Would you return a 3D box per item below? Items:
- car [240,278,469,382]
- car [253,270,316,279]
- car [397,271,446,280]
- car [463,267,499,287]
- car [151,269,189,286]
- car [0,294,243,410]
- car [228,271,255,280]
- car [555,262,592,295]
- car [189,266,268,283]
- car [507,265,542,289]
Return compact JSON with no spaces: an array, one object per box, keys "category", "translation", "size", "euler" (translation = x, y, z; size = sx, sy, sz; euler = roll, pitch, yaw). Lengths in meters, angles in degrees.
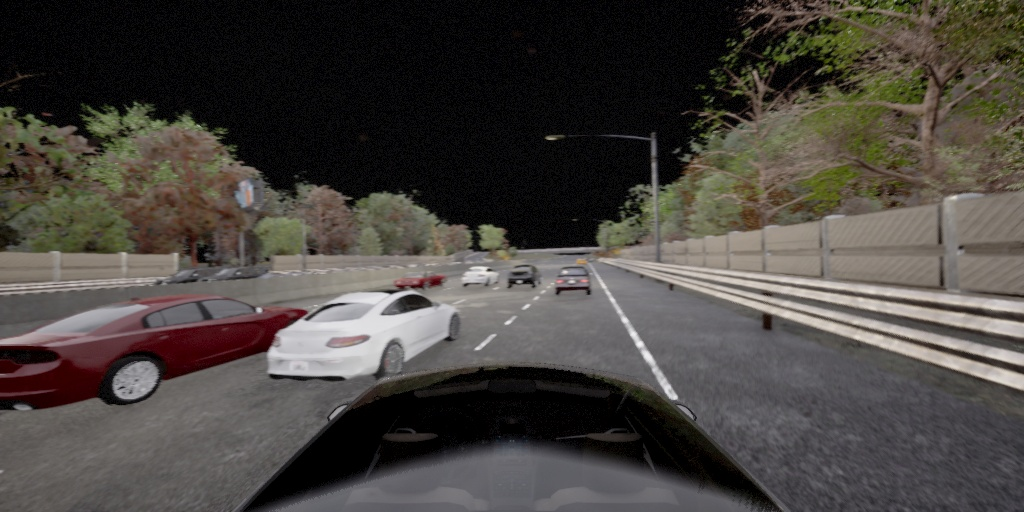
[{"category":"car","translation":[-2.581,1.397,7.361],"size":[1.812,1.442,4.674],"euler":[-2,0,11]},{"category":"car","translation":[-16.553,1.970,27.496],"size":[2.128,1.511,4.902],"euler":[-2,0,11]},{"category":"car","translation":[-6.176,1.702,24.850],"size":[1.895,1.301,4.718],"euler":[-2,0,11]},{"category":"car","translation":[-2.275,1.502,26.590],"size":[1.812,1.442,4.674],"euler":[-2,0,11]},{"category":"car","translation":[-26.704,2.068,30.273],"size":[2.150,2.045,5.566],"euler":[-2,0,12]},{"category":"car","translation":[-6.236,1.474,6.929],"size":[1.882,1.535,5.008],"euler":[-2,0,11]},{"category":"car","translation":[-19.715,2.148,29.495],"size":[2.033,1.411,5.357],"euler":[-2,0,11]},{"category":"car","translation":[3.393,1.285,19.762],"size":[2.033,1.411,5.357],"euler":[-2,0,11]},{"category":"car","translation":[-23.151,1.948,30.211],"size":[2.150,2.045,5.566],"euler":[-2,-1,11]},{"category":"car","translation":[0.930,1.359,24.731],"size":[1.837,1.490,4.892],"euler":[-2,0,11]}]
